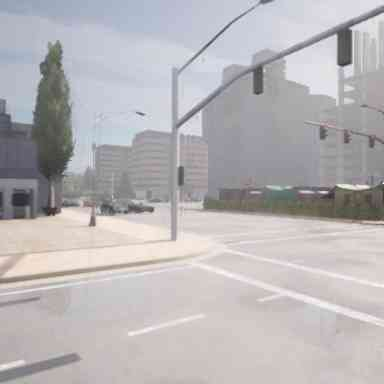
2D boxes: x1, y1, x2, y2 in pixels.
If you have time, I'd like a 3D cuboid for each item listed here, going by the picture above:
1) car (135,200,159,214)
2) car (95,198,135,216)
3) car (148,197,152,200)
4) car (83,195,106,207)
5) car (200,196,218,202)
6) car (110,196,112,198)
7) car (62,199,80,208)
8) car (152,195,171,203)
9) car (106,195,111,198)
[{"bbox_3d":[-6.024,1.815,38.458,1.895,1.301,4.718,1,0,-33],"label":"car"},{"bbox_3d":[-8.284,1.665,35.501,2.128,1.511,4.902,1,0,-33],"label":"car"},{"bbox_3d":[-8.414,1.647,81.775,4.605,1.855,1.932,1,0,-34],"label":"car"},{"bbox_3d":[-16.306,1.631,54.678,2.097,1.767,4.553,1,0,-33],"label":"car"},{"bbox_3d":[4.208,1.629,63.127,3.866,1.878,1.905,1,0,-34],"label":"car"},{"bbox_3d":[-10.912,1.763,52.842,2.128,1.511,4.902,1,0,-32],"label":"car"},{"bbox_3d":[-19.189,1.772,52.683,1.994,1.385,4.181,1,-1,-33],"label":"car"},{"bbox_3d":[-6.835,1.647,79.349,3.866,1.878,1.905,1,0,-34],"label":"car"},{"bbox_3d":[-16.428,1.505,61.355,2.150,2.045,5.566,1,0,-33],"label":"car"}]
